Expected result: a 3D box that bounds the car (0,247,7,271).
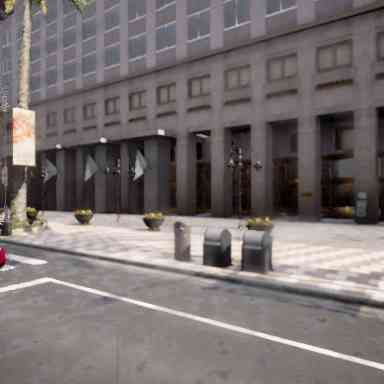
[{"bbox_3d":[-7.078,1.649,9.038,4.718,1.301,1.895,0,0,36],"label":"car"}]
